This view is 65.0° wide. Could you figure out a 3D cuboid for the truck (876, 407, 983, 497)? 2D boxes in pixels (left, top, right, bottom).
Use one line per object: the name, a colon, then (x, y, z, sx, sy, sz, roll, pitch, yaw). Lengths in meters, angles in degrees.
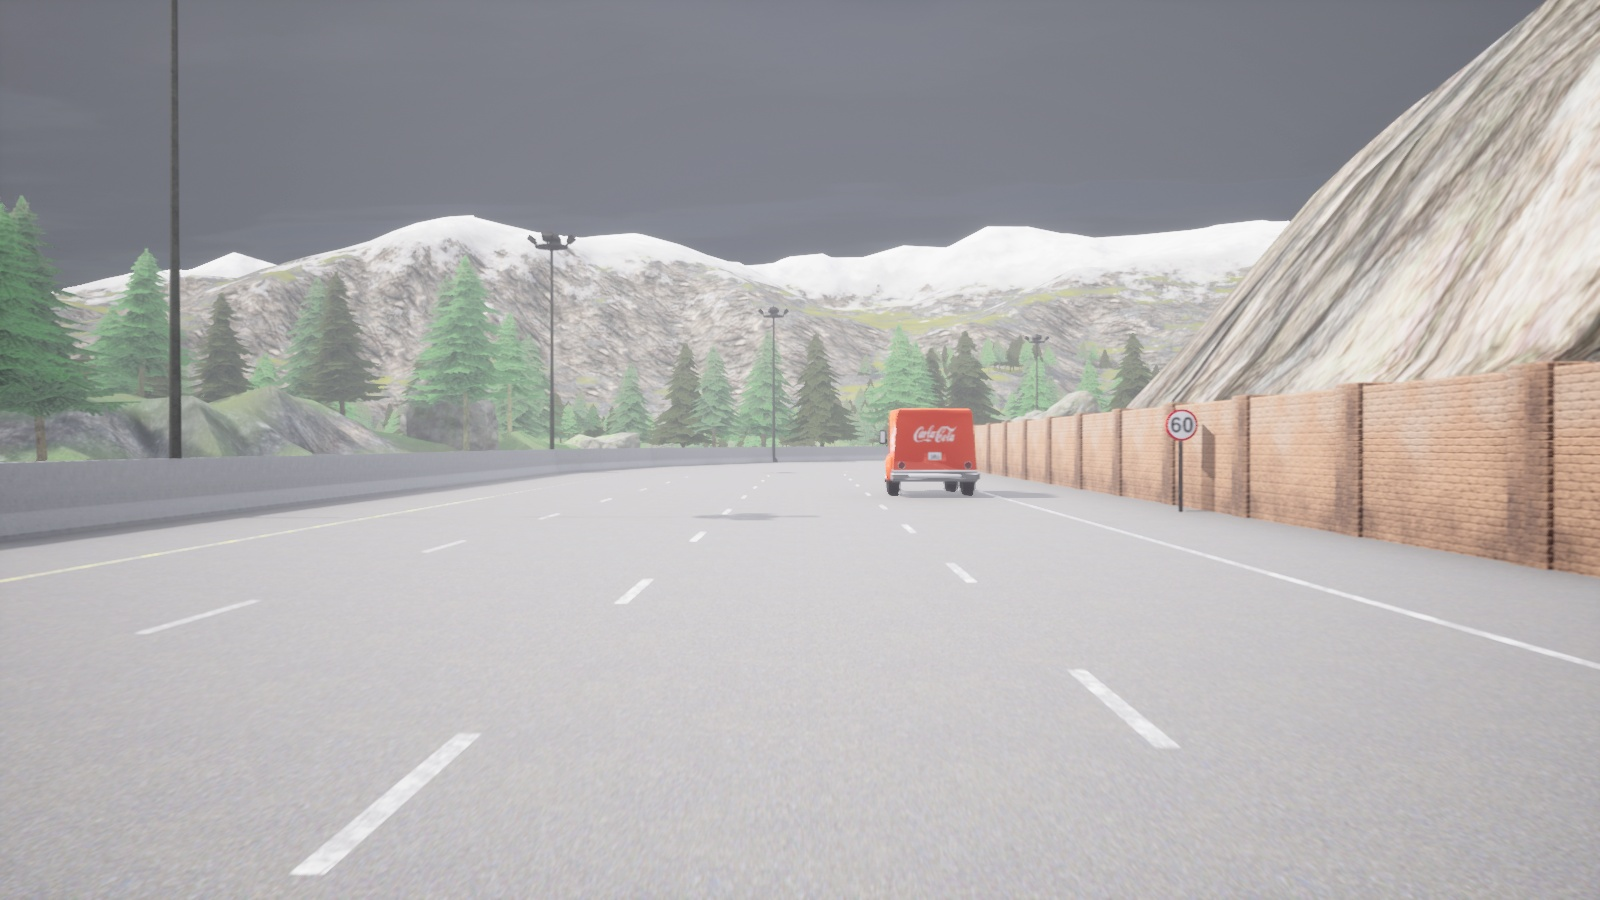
truck: (3.721, 0.052, 37.144, 2.627, 2.467, 5.204, 0, 0, 0)
